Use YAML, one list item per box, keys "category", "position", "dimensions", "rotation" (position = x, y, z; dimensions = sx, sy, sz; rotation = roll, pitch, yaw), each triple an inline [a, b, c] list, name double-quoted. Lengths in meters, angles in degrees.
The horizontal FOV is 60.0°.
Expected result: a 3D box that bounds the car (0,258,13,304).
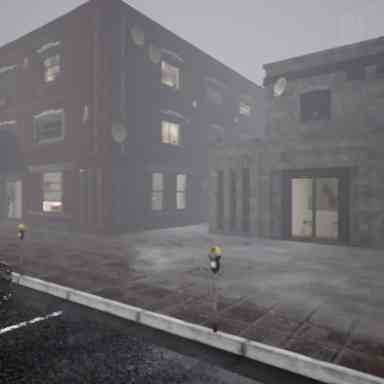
- category: "car"
  position: [-5.264, 1.515, 6.632]
  dimensions: [4.403, 1.369, 2.008]
  rotation: [0, 0, 36]
